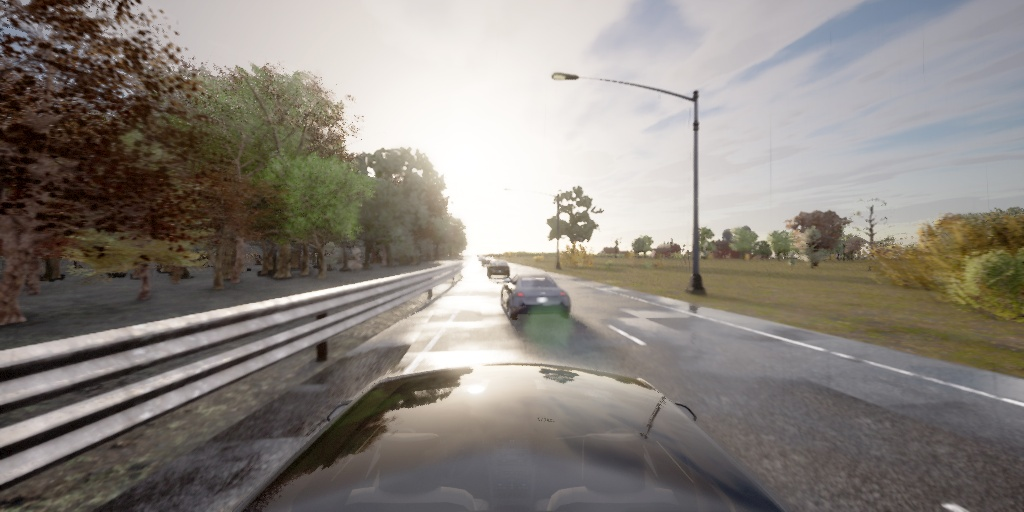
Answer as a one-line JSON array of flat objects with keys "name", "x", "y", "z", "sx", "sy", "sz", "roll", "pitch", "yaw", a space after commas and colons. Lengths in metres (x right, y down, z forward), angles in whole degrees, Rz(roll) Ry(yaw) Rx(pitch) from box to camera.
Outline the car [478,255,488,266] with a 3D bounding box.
[{"name": "car", "x": -4.462, "y": 0.989, "z": 63.103, "sx": 2.128, "sy": 1.511, "sz": 4.902, "roll": 0, "pitch": 0, "yaw": -6}]

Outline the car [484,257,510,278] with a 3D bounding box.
[{"name": "car", "x": -1.251, "y": 1.112, "z": 31.809, "sx": 1.882, "sy": 1.535, "sz": 5.008, "roll": 0, "pitch": 0, "yaw": -6}]

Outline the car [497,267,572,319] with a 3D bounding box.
[{"name": "car", "x": 0.709, "y": 1.278, "z": 12.717, "sx": 1.994, "sy": 1.385, "sz": 4.181, "roll": 0, "pitch": 0, "yaw": -6}]
